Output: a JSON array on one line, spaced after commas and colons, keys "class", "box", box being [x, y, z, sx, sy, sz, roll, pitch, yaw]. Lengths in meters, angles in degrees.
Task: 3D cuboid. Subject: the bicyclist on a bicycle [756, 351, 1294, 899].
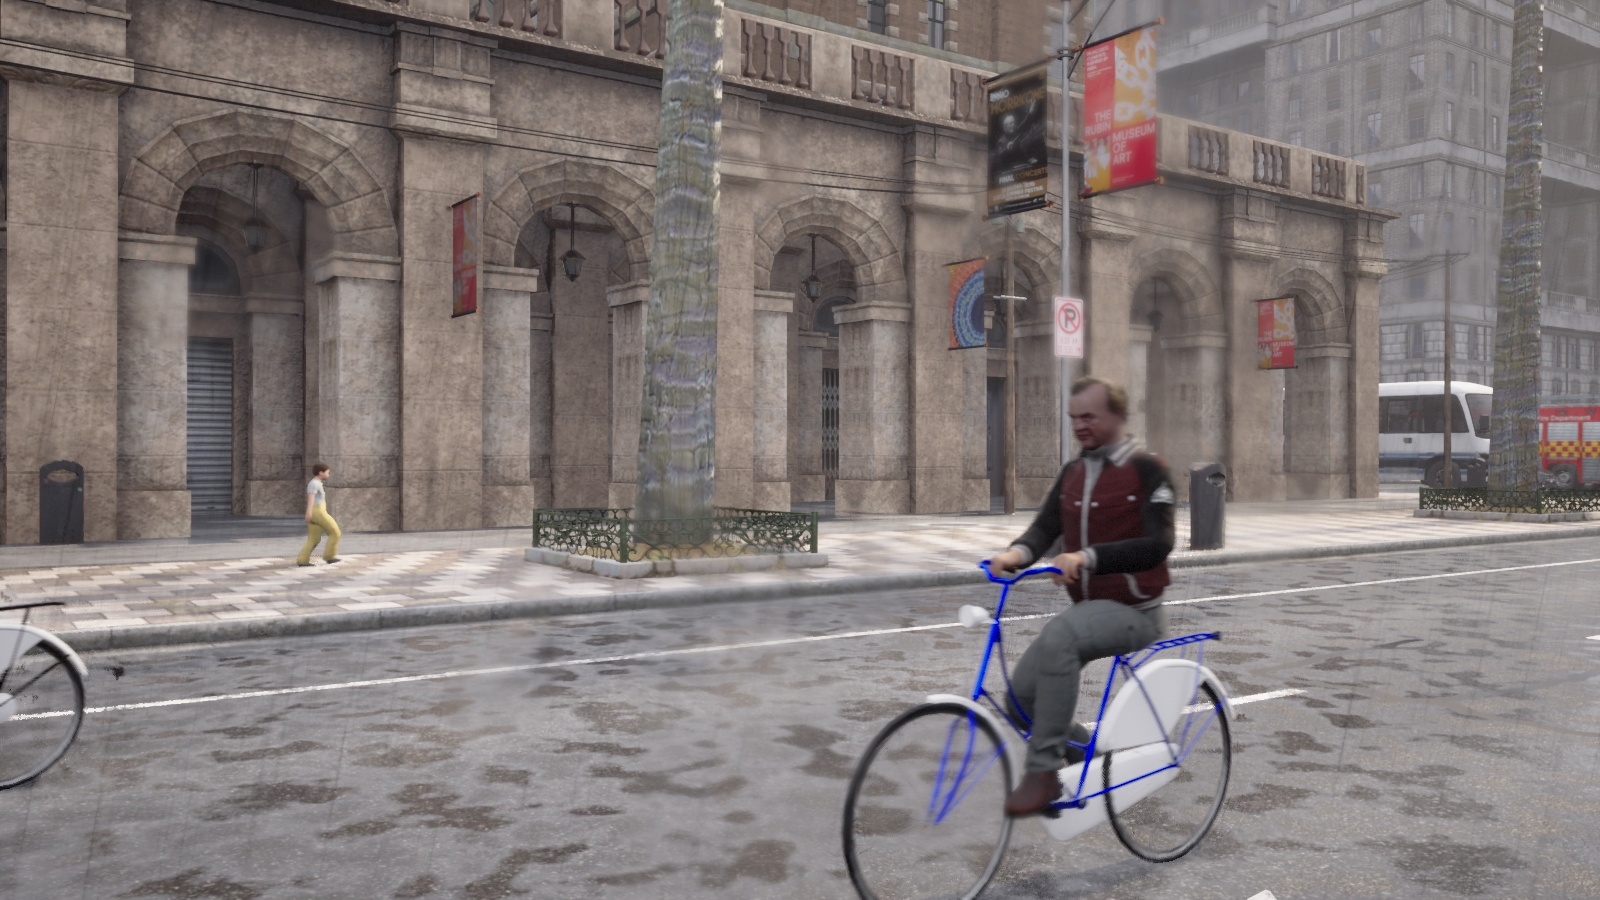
[{"class": "bicyclist on a bicycle", "box": [0.809, 0.624, 4.207, 1.843, 1.776, 0.659, 0, 0, -34]}]

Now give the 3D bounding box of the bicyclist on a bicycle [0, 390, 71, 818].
[{"class": "bicyclist on a bicycle", "box": [-4.056, 0.636, 5.101, 1.843, 1.776, 0.659, 0, 0, -35]}]

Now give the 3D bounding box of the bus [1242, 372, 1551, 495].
[{"class": "bus", "box": [22.863, -0.560, 48.917, 3.944, 4.253, 10.273, 0, 0, -35]}]

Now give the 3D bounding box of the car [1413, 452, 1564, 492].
[{"class": "car", "box": [26.913, 0.813, 49.256, 1.837, 1.490, 4.892, 0, 0, -34]}]

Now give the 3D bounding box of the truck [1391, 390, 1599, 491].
[{"class": "truck", "box": [29.291, -0.354, 51.933, 2.891, 3.827, 8.468, 0, 0, -35]}]

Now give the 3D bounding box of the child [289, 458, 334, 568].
[{"class": "child", "box": [-5.706, 0.729, 14.656, 0.437, 1.263, 0.270, 0, 0, -34]}]
